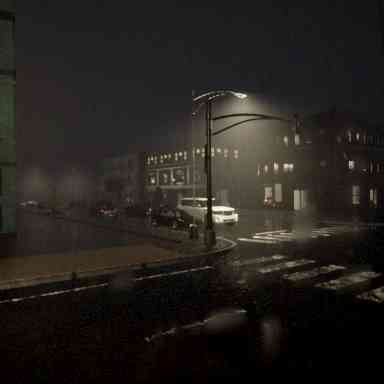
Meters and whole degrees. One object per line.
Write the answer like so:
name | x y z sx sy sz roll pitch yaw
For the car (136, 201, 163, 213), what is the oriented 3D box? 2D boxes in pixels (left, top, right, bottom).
car | -5.652 1.966 43.943 1.802 1.307 4.206 -2 0 -36

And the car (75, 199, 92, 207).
car | -21.752 2.228 66.455 1.887 1.381 4.507 -1 0 -36

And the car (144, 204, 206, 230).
car | -1.277 1.815 23.207 1.947 1.339 4.313 -2 0 -36

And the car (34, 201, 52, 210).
car | -25.249 2.233 56.939 1.752 1.417 4.829 -1 0 -36

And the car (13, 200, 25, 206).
car | -41.446 2.548 79.590 2.008 1.369 4.403 -1 0 -36

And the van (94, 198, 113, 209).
van | -15.317 1.907 57.450 1.690 1.788 3.998 -1 0 -36

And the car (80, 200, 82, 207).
car | -18.538 1.940 61.952 2.192 1.841 5.009 -1 0 -36

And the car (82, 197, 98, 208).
car | -15.411 2.032 53.147 1.882 1.535 5.008 -1 0 -35

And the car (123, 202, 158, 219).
car | -5.010 1.886 33.103 2.033 1.411 5.357 -1 0 -36

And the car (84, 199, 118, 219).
car | -9.253 1.847 34.564 1.967 1.590 4.097 -1 0 -36

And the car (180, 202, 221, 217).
car | 0.785 1.810 34.938 2.008 1.369 4.403 -2 0 -36

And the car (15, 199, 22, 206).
car | -38.228 2.380 75.086 1.967 1.590 4.097 -1 0 -36

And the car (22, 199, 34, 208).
car | -31.787 2.376 66.083 2.008 1.369 4.403 -1 0 -36

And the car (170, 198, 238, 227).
car | 0.942 1.443 24.776 2.150 2.045 5.566 -1 0 -35

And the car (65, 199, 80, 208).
car | -21.472 2.230 61.626 1.994 1.385 4.181 -1 0 -36
